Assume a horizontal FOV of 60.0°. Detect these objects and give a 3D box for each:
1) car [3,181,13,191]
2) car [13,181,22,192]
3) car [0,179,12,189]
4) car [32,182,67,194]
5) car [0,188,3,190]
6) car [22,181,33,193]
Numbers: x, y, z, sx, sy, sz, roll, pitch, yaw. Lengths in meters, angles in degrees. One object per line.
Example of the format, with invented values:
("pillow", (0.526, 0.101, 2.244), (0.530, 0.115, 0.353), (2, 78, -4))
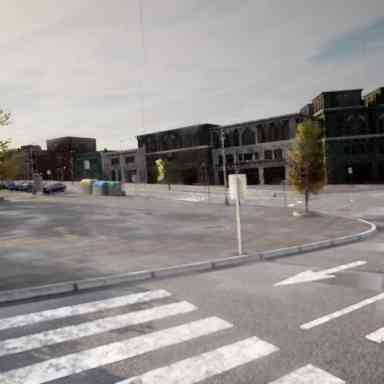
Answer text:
("car", (-28.085, -1.007, 55.136), (2.097, 1.535, 5.008), (1, 6, 16))
("car", (-25.685, -0.840, 53.429), (2.002, 1.452, 4.674), (0, 6, 16))
("car", (-35.398, -1.364, 60.120), (2.231, 1.521, 4.892), (1, 6, 14))
("car", (-20.920, -0.585, 49.918), (2.163, 1.488, 4.792), (1, 6, 17))
("car", (-30.524, -1.251, 56.773), (2.185, 1.767, 4.553), (0, 6, 15))
("car", (-23.284, -0.750, 51.703), (2.231, 1.521, 4.892), (1, 6, 17))
